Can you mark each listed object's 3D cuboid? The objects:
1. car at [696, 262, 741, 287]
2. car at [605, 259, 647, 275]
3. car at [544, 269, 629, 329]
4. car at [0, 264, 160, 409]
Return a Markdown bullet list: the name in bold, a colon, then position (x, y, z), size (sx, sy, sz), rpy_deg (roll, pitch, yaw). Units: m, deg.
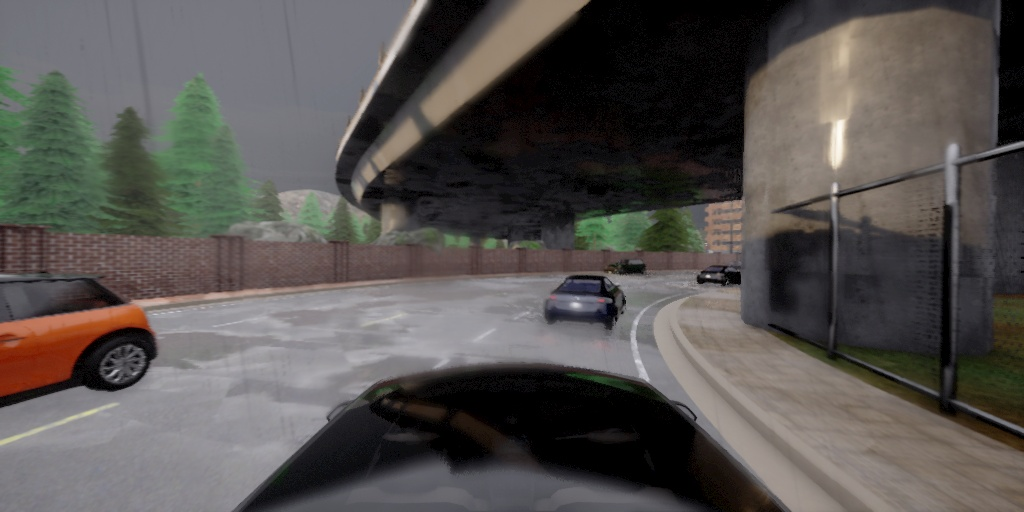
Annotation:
- **car**: position (15.111, 1.378, 25.686), size (4.181, 1.385, 1.994), rpy_deg (1, 0, -34)
- **car**: position (11.467, 1.055, 36.187), size (4.553, 1.767, 2.097), rpy_deg (1, 0, -32)
- **car**: position (2.450, 1.290, 11.444), size (1.994, 1.385, 4.181), rpy_deg (1, 0, 22)
- **car**: position (-6.715, 1.000, 3.622), size (2.097, 1.767, 4.553), rpy_deg (1, 0, 7)
